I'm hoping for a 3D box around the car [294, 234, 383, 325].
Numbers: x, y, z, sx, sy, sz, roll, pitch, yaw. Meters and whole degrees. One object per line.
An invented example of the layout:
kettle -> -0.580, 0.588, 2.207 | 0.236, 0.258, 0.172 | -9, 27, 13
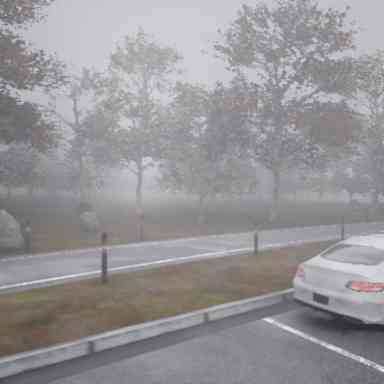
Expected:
car -> 4.020, 1.559, 6.549 | 4.674, 1.452, 2.002 | 0, -1, -32
